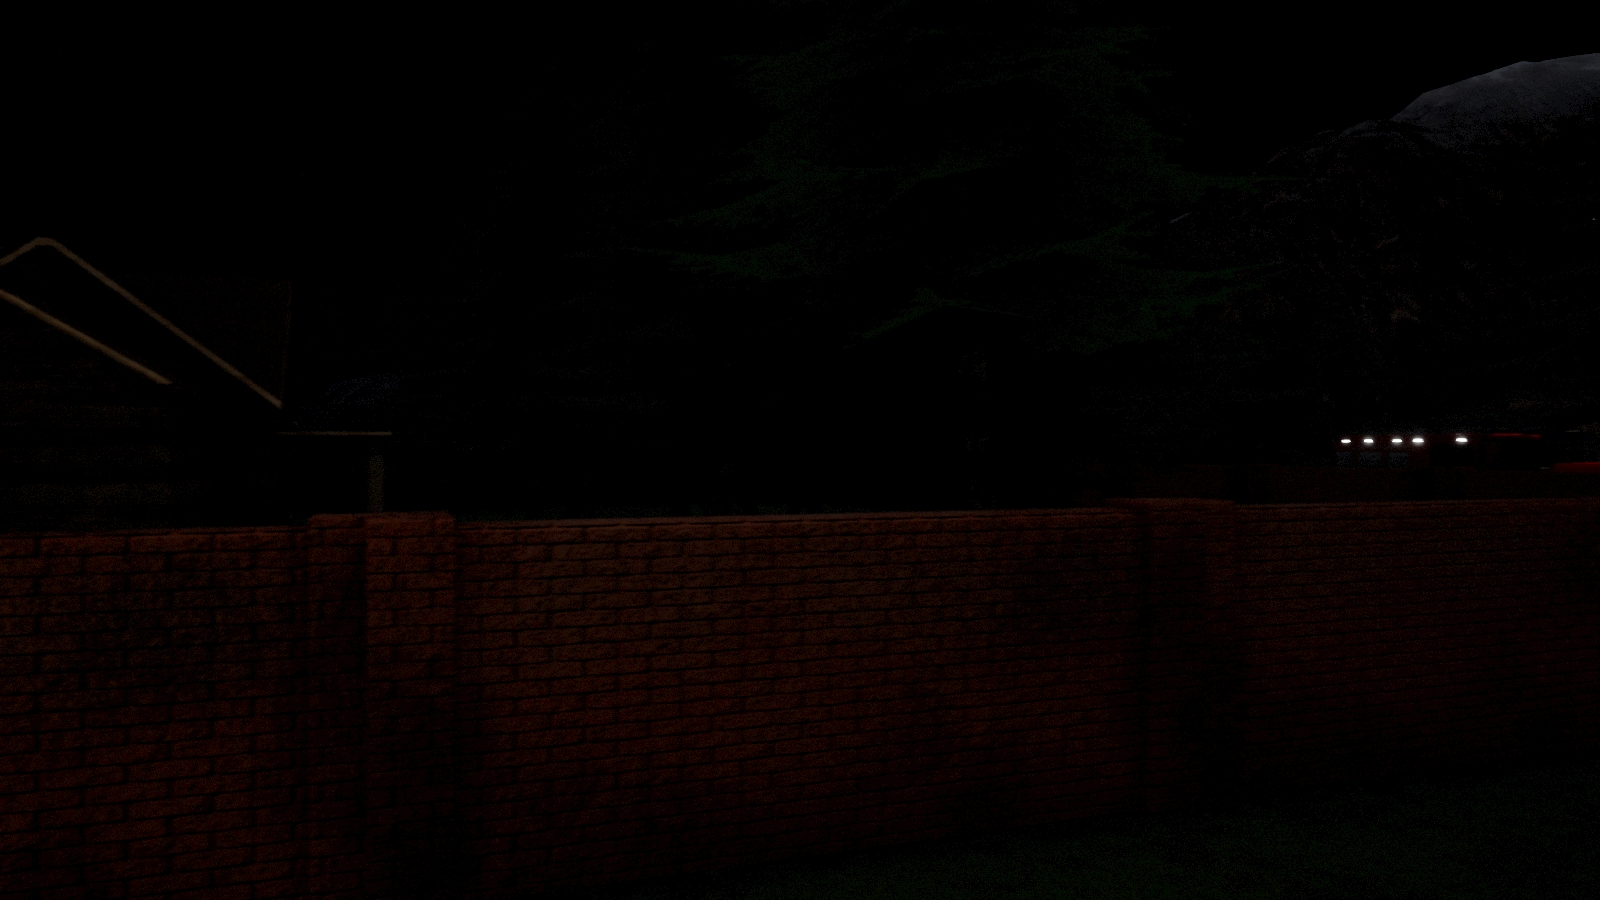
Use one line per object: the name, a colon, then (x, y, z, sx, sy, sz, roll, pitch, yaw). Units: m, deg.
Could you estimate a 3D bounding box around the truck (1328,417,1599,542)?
truck: (22.722, 0.891, 39.526, 2.891, 3.827, 8.468, 0, 0, -21)
